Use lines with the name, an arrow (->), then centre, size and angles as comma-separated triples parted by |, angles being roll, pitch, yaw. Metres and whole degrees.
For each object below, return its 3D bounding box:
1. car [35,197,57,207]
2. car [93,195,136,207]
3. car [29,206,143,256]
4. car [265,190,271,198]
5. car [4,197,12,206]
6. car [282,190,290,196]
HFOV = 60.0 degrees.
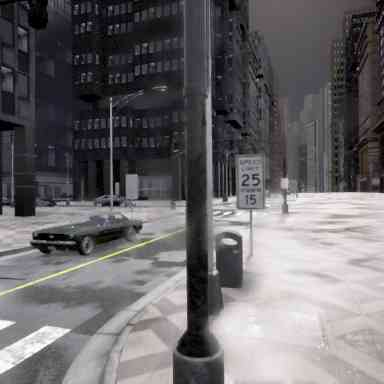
car -> -18.621, 1.236, 40.423 | 4.181, 1.385, 1.994 | -1, 0, 19
car -> -8.584, 1.065, 36.965 | 4.902, 1.511, 2.128 | -1, 0, 19
car -> -3.772, 1.455, 12.735 | 1.895, 1.301, 4.718 | -1, 1, 19
car -> 14.684, 0.429, 66.601 | 2.128, 1.511, 4.902 | -1, 1, 19
car -> -27.384, 1.339, 46.802 | 4.181, 1.385, 1.994 | -1, 0, 20
car -> 23.918, 0.252, 84.317 | 1.895, 1.301, 4.718 | -1, 0, 19
